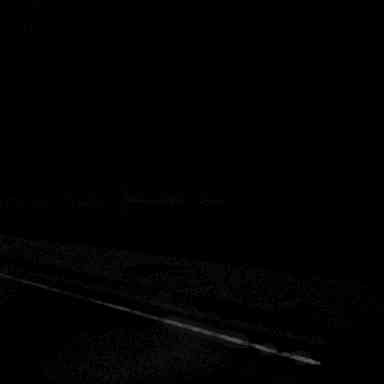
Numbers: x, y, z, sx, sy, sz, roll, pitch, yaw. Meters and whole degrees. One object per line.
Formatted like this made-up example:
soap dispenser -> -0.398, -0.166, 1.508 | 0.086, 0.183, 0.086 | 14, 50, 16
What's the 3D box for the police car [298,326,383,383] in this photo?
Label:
police car -> 3.102, 1.409, 1.353 | 5.238, 1.638, 1.930 | -1, 0, 35
